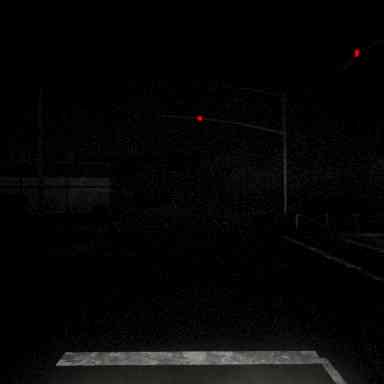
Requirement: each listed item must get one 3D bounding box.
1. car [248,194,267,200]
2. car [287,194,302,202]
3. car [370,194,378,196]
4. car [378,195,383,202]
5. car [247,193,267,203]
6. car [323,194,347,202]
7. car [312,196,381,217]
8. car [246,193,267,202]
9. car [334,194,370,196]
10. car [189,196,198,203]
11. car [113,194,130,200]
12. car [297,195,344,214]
[{"bbox_3d":[18.080,1.334,91.697,4.902,1.511,2.128,0,0,0],"label":"car"},{"bbox_3d":[21.291,1.097,65.809,4.605,1.855,1.932,0,0,0],"label":"car"},{"bbox_3d":[38.338,1.232,69.156,3.806,1.475,1.970,0,0,0],"label":"car"},{"bbox_3d":[38.686,1.154,62.739,5.027,1.636,2.152,0,0,0],"label":"car"},{"bbox_3d":[12.812,1.361,65.738,3.806,1.475,1.970,0,0,0],"label":"car"},{"bbox_3d":[31.274,1.298,72.790,4.514,1.523,2.007,0,0,0],"label":"car"},{"bbox_3d":[13.063,1.340,28.344,4.514,1.523,2.007,0,0,0],"label":"car"},{"bbox_3d":[13.410,1.077,69.065,3.866,1.878,1.905,0,0,0],"label":"car"},{"bbox_3d":[20.626,1.320,43.357,3.633,1.501,1.845,0,0,0],"label":"car"},{"bbox_3d":[0.232,1.547,69.759,2.033,1.411,5.357,0,0,0],"label":"car"},{"bbox_3d":[-19.455,1.333,91.650,4.674,1.442,1.812,0,0,0],"label":"car"},{"bbox_3d":[12.999,1.330,31.481,5.027,1.636,2.152,0,0,0],"label":"car"}]
